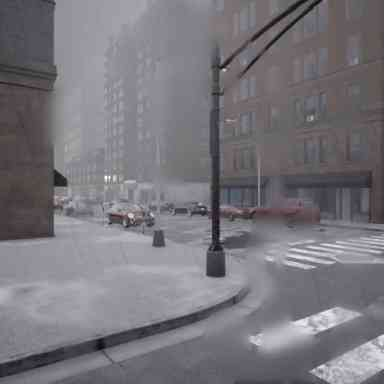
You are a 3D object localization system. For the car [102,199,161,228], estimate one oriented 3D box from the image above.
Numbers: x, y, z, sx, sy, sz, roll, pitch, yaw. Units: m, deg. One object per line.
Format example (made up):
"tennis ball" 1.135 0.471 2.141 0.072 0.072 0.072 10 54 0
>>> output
"car" -4.054 1.430 21.789 1.967 1.590 4.097 0 0 -35

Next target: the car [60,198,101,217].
"car" -10.407 1.529 30.830 2.008 1.369 4.403 0 0 -35

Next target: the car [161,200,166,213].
"car" -3.445 1.529 35.751 2.008 1.369 4.403 0 0 -35

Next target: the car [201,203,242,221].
"car" 2.907 1.571 26.712 1.802 1.307 4.206 0 0 -35

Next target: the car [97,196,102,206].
"car" -15.899 1.457 53.972 1.837 1.490 4.892 0 0 -35

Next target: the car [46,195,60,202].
"car" -32.029 1.471 76.424 2.008 1.369 4.403 0 0 -35

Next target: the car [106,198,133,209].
"car" -9.797 1.532 44.789 1.947 1.339 4.313 0 0 -35

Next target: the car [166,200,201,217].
"car" -0.269 1.549 31.231 1.947 1.339 4.313 0 0 -35

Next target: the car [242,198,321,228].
"car" 6.084 1.309 22.193 2.192 1.841 5.009 0 0 -35

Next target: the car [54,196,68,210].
"car" -16.761 1.511 39.871 1.887 1.381 4.507 0 0 -35

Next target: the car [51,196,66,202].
"car" -28.853 1.477 71.905 2.008 1.369 4.403 0 0 -35

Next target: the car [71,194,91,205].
"car" -19.933 1.297 59.656 2.097 1.767 4.553 0 0 -35

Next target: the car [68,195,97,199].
"car" -16.197 1.436 49.089 1.882 1.535 5.008 0 0 -35
